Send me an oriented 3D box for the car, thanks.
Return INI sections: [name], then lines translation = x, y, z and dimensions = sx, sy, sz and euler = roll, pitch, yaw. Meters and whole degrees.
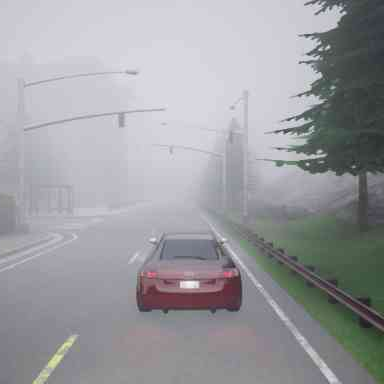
[car]
translation = -0.076, 1.564, 7.723
dimensions = 1.994, 1.385, 4.181
euler = 0, 0, -1
